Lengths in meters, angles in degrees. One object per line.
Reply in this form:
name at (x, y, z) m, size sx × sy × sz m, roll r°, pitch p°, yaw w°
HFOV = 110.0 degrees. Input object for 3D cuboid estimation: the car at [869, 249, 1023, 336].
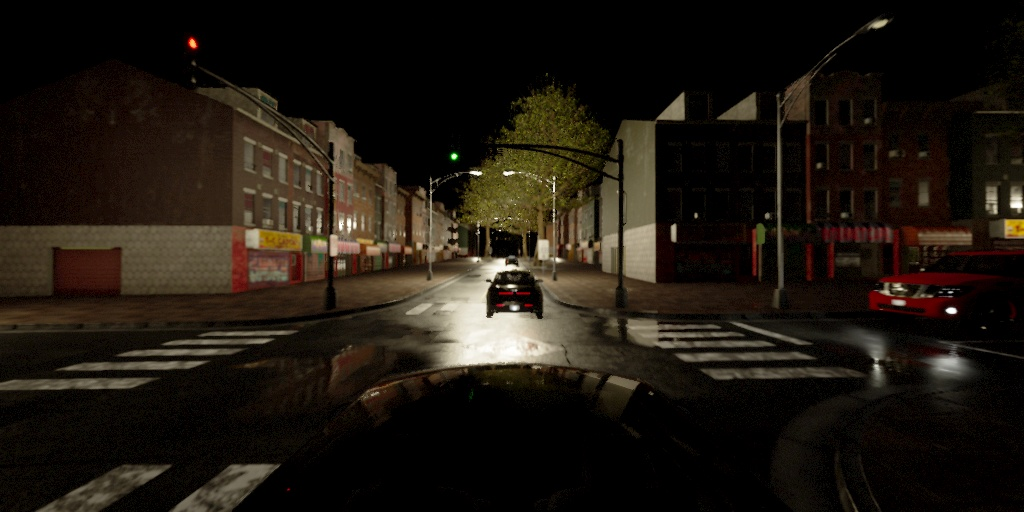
car at (12.779, 0.822, 9.318) m, size 5.566 × 2.045 × 2.150 m, roll -1°, pitch -1°, yaw 0°

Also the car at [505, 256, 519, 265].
car at (-0.028, 0.813, 51.192) m, size 1.895 × 1.301 × 4.718 m, roll 0°, pitch 1°, yaw 0°

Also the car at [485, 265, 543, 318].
car at (0.082, 1.260, 13.117) m, size 1.837 × 1.490 × 4.892 m, roll 0°, pitch 1°, yaw 0°
